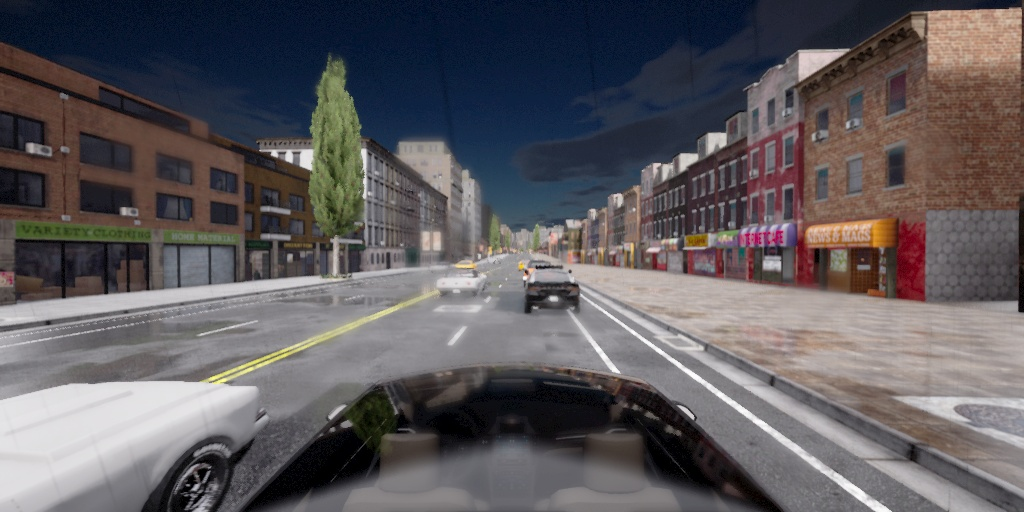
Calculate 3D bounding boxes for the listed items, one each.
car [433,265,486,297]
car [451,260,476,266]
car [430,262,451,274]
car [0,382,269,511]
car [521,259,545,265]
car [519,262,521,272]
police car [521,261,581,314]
[{"bbox_3d":[-2.485,1.343,18.916,1.895,1.301,4.718,0,0,2],"label":"car"},{"bbox_3d":[-5.090,1.260,39.867,1.882,1.535,5.008,0,0,2],"label":"car"},{"bbox_3d":[-8.244,1.395,42.357,1.895,1.301,4.718,0,0,2],"label":"car"},{"bbox_3d":[-3.202,1.352,1.084,1.895,1.301,4.718,0,0,2],"label":"car"},{"bbox_3d":[1.842,1.093,23.826,2.097,1.767,4.553,0,0,2],"label":"car"},{"bbox_3d":[1.899,1.311,49.188,1.882,1.535,5.008,0,0,2],"label":"car"},{"bbox_3d":[1.446,1.169,13.973,1.930,1.638,5.238,0,0,2],"label":"police car"}]
